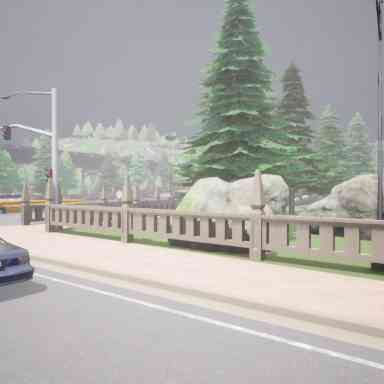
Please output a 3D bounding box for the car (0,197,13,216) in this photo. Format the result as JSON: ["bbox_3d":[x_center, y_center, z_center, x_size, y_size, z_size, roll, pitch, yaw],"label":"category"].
[{"bbox_3d":[-19.666,1.506,30.634,1.837,1.490,4.892,0,0,36],"label":"car"}]

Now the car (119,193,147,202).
[{"bbox_3d":[-11.651,1.131,66.059,2.033,1.411,5.357,0,3,36],"label":"car"}]

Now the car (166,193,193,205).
[{"bbox_3d":[-2.062,1.105,55.162,2.097,1.767,4.553,0,3,36],"label":"car"}]

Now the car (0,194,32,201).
[{"bbox_3d":[-24.134,1.221,42.727,2.150,2.045,5.566,0,0,36],"label":"car"}]

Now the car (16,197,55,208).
[{"bbox_3d":[-23.355,1.505,49.795,1.837,1.490,4.892,0,0,36],"label":"car"}]

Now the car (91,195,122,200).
[{"bbox_3d":[-12.979,1.334,52.247,2.097,1.767,4.553,0,1,36],"label":"car"}]

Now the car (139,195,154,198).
[{"bbox_3d":[-8.601,1.290,58.345,2.128,1.511,4.902,0,2,36],"label":"car"}]

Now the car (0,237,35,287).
[{"bbox_3d":[-6.070,1.547,8.294,5.357,1.411,2.033,0,0,36],"label":"car"}]

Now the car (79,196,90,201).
[{"bbox_3d":[-18.465,1.352,50.602,2.097,1.767,4.553,0,0,35],"label":"car"}]

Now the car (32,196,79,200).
[{"bbox_3d":[-18.327,1.477,44.801,1.882,1.535,5.008,0,0,36],"label":"car"}]

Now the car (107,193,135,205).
[{"bbox_3d":[-12.560,1.217,58.839,2.097,1.767,4.553,0,2,36],"label":"car"}]
